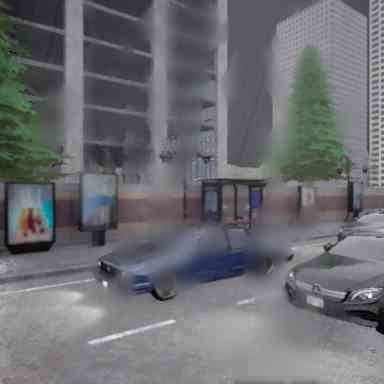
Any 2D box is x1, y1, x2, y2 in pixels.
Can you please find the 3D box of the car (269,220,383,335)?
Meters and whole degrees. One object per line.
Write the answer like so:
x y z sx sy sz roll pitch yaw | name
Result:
3.897 1.520 6.763 4.674 1.442 1.812 0 0 -36 | car

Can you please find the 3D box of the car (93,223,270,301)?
0.344 1.543 8.538 5.357 1.411 2.033 0 0 -35 | car

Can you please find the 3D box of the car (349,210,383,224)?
8.103 1.513 14.064 4.674 1.442 1.812 0 0 -35 | car
